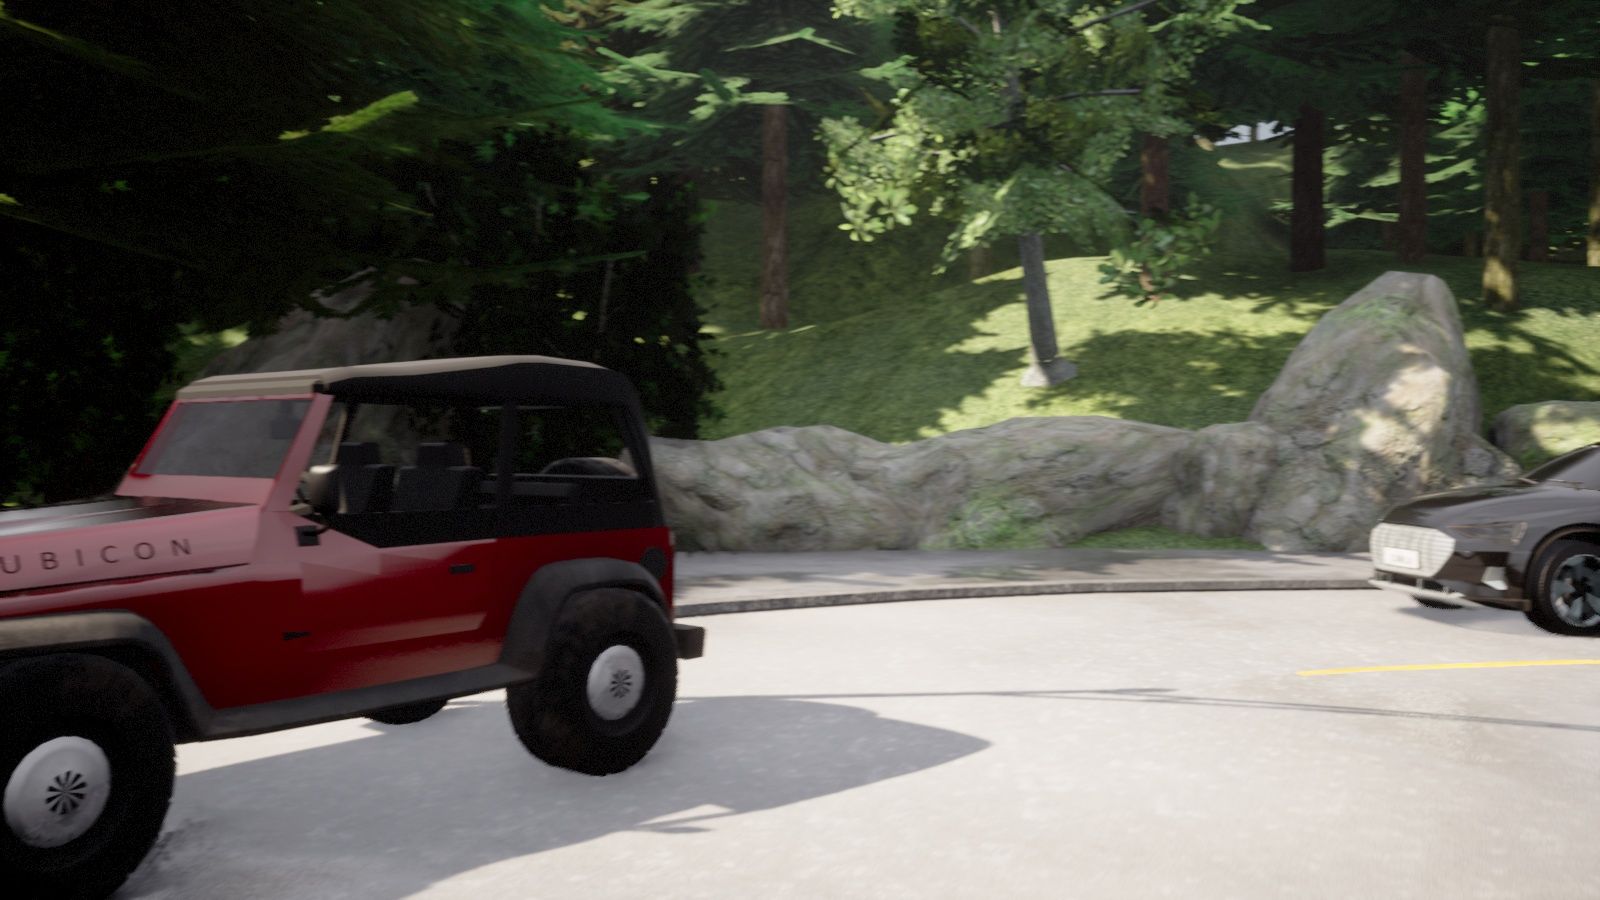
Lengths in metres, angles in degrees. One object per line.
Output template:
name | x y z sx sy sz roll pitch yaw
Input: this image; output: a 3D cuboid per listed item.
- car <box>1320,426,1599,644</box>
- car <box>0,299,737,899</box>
car | 7.292 0.646 10.773 4.856 1.649 2.033 0 0 -7
car | -2.256 0.497 5.225 1.905 1.878 3.866 0 0 38
